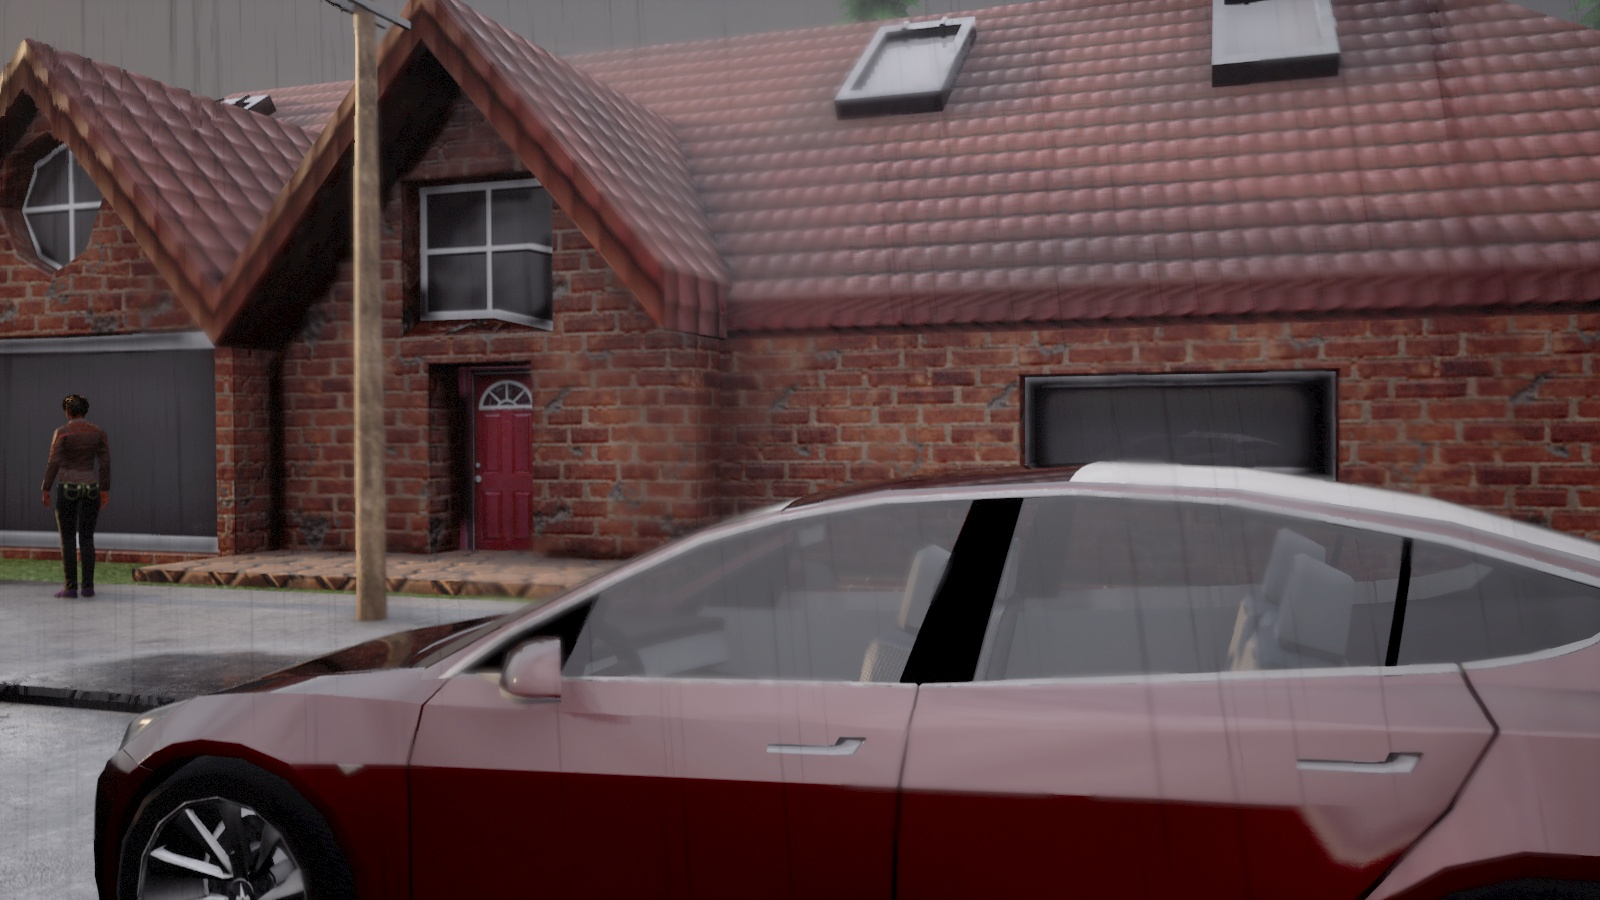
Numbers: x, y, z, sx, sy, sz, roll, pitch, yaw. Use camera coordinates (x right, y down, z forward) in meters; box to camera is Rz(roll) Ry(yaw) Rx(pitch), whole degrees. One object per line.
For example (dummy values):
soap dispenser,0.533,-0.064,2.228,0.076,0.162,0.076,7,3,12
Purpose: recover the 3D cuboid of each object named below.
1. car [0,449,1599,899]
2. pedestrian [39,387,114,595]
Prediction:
car,0.349,0.772,3.607,4.792,1.488,2.163,0,1,18
pedestrian,-6.522,0.347,11.312,0.869,1.805,0.328,1,1,42
